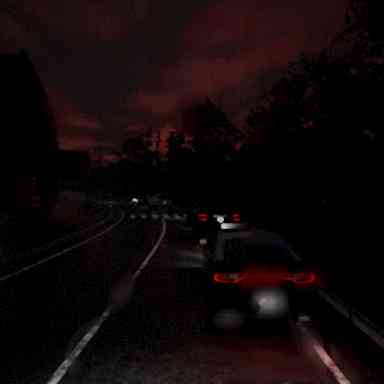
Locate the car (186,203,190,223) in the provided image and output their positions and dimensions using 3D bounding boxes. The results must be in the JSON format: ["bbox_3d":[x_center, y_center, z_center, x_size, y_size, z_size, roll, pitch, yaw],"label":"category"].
[{"bbox_3d":[0.839,1.353,23.871,2.150,2.045,5.566,0,0,-5],"label":"car"}]

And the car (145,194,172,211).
[{"bbox_3d":[-4.148,1.270,42.792,2.150,2.045,5.566,1,0,-18],"label":"car"}]

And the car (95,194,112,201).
[{"bbox_3d":[-16.590,1.005,62.336,1.895,1.301,4.718,2,1,-31],"label":"car"}]

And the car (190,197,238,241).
[{"bbox_3d":[1.200,1.338,17.714,2.150,2.045,5.566,0,0,-2],"label":"car"}]

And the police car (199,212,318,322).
[{"bbox_3d":[1.206,1.487,7.641,1.930,1.638,5.238,0,0,1],"label":"police car"}]

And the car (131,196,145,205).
[{"bbox_3d":[-8.517,1.369,54.838,2.033,1.411,5.357,1,1,-25],"label":"car"}]
